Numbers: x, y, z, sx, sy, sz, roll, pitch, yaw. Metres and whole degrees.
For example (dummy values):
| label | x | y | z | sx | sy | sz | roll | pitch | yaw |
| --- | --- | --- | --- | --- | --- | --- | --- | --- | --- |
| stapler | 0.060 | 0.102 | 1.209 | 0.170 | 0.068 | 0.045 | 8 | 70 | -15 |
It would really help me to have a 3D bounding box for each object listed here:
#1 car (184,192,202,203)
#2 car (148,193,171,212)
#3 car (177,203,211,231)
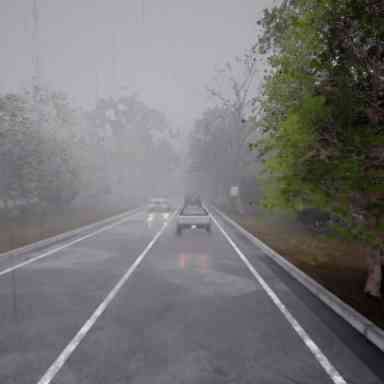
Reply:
| label | x | y | z | sx | sy | sz | roll | pitch | yaw |
| --- | --- | --- | --- | --- | --- | --- | --- | --- | --- |
| car | 0.102 | 1.050 | 42.846 | 2.150 | 2.045 | 5.566 | 0 | 0 | 0 |
| car | -3.537 | 1.094 | 37.109 | 2.150 | 2.045 | 5.566 | 0 | 0 | 1 |
| car | 0.102 | 1.566 | 20.102 | 1.895 | 1.301 | 4.718 | 0 | 0 | 0 |
